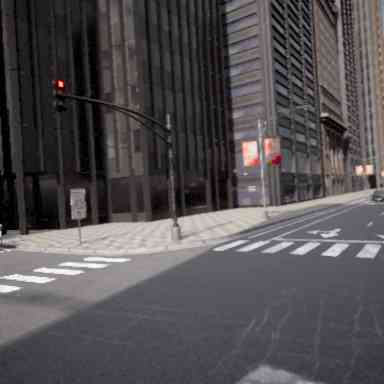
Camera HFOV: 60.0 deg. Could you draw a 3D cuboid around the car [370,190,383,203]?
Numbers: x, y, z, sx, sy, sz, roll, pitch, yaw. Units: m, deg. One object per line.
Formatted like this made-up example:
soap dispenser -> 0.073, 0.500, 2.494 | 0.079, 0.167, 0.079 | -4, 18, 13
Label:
car -> 22.529, 0.526, 39.693 | 1.837, 1.490, 4.892 | -4, 1, 35
